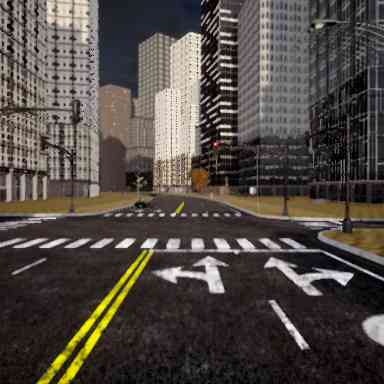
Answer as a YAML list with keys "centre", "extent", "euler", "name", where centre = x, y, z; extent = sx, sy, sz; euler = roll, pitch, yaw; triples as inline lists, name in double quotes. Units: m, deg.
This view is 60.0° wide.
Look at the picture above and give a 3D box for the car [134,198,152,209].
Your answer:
- centre: [-6.490, 1.487, 44.127]
  extent: [1.895, 1.301, 4.718]
  euler: [0, 0, 0]
  name: "car"
